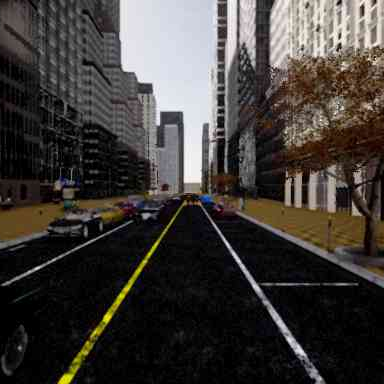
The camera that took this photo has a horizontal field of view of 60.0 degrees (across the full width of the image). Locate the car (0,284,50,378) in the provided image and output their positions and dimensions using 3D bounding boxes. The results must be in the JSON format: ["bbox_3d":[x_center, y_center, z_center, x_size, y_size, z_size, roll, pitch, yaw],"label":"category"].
[{"bbox_3d":[-3.063,1.593,2.726,1.895,1.301,4.718,0,0,0],"label":"car"}]

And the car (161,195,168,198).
[{"bbox_3d":[-5.720,1.428,56.068,2.008,1.369,4.403,-1,0,0],"label":"car"}]

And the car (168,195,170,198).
[{"bbox_3d":[-5.722,1.420,61.693,2.008,1.369,4.403,-1,0,0],"label":"car"}]

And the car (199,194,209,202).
[{"bbox_3d":[2.652,1.294,72.945,1.967,1.590,4.097,-1,0,0],"label":"car"}]

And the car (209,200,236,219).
[{"bbox_3d":[2.670,1.512,27.946,1.802,1.307,4.206,-1,0,0],"label":"car"}]

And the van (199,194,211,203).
[{"bbox_3d":[2.654,1.210,61.696,1.690,1.788,3.998,-1,0,0],"label":"van"}]

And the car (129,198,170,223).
[{"bbox_3d":[-3.105,1.428,24.724,2.128,1.511,4.902,0,0,0],"label":"car"}]

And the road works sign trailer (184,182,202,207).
[{"bbox_3d":[0.021,0.354,48.861,2.380,3.560,2.880,0,0,1],"label":"road works sign trailer"}]

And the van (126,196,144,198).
[{"bbox_3d":[-5.716,1.260,33.566,1.690,1.788,3.998,-1,0,0],"label":"van"}]

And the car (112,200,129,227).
[{"bbox_3d":[-5.709,1.468,22.148,1.752,1.417,4.829,-1,0,0],"label":"car"}]

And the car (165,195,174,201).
[{"bbox_3d":[-5.729,1.391,84.192,2.008,1.369,4.403,-1,0,0],"label":"car"}]

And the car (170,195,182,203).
[{"bbox_3d":[-3.028,1.399,65.972,2.033,1.411,5.357,0,0,0],"label":"car"}]

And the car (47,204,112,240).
[{"bbox_3d":[-5.707,1.506,16.692,2.008,1.369,4.403,-1,0,0],"label":"car"}]

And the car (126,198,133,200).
[{"bbox_3d":[-5.711,1.475,27.943,1.887,1.381,4.507,-1,0,0],"label":"car"}]

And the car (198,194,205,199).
[{"bbox_3d":[2.647,1.355,95.616,1.752,1.417,4.829,-1,0,0],"label":"car"}]

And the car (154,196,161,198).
[{"bbox_3d":[-5.716,1.441,44.817,1.887,1.381,4.507,-1,0,0],"label":"car"}]
